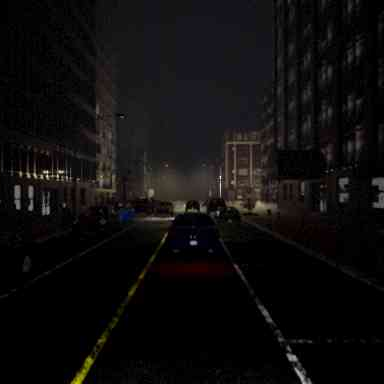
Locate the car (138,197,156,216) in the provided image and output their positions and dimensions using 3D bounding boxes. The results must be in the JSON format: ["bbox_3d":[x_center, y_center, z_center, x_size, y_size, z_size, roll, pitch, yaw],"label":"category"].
[{"bbox_3d":[-5.318,1.522,35.616,2.192,1.841,5.009,0,0,0],"label":"car"}]

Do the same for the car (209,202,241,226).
[{"bbox_3d":[2.563,1.692,24.498,2.008,1.369,4.403,0,0,0],"label":"car"}]

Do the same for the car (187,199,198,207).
[{"bbox_3d":[0.098,1.952,60.023,1.895,1.301,4.718,0,0,0],"label":"car"}]

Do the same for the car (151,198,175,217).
[{"bbox_3d":[-2.783,1.677,34.438,1.882,1.535,5.008,0,-1,0],"label":"car"}]

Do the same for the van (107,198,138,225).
[{"bbox_3d":[-5.318,1.483,24.498,1.690,1.788,3.998,0,0,0],"label":"van"}]

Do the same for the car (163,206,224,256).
[{"bbox_3d":[0.034,1.556,13.567,1.882,1.535,5.008,0,0,0],"label":"car"}]

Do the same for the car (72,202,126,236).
[{"bbox_3d":[-5.317,1.550,18.939,1.967,1.590,4.097,0,0,0],"label":"car"}]

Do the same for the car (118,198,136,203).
[{"bbox_3d":[-17.118,2.281,87.805,4.313,1.339,1.947,-1,1,-1],"label":"car"}]

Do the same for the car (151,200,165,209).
[{"bbox_3d":[-5.319,1.887,52.290,1.802,1.307,4.206,0,0,0],"label":"car"}]

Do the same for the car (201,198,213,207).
[{"bbox_3d":[2.562,1.864,58.019,1.752,1.417,4.829,0,0,0],"label":"car"}]

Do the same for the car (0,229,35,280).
[{"bbox_3d":[-5.317,1.596,7.821,2.008,1.369,4.403,0,0,0],"label":"car"}]

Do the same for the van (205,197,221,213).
[{"bbox_3d":[2.562,1.580,41.175,1.690,1.788,3.998,0,0,0],"label":"van"}]

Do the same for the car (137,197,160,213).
[{"bbox_3d":[-5.319,1.554,41.174,2.192,1.841,5.009,0,0,0],"label":"car"}]

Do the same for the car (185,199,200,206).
[{"bbox_3d":[0.098,1.757,43.640,1.837,1.490,4.892,0,-1,0],"label":"car"}]

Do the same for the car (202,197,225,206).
[{"bbox_3d":[2.562,1.522,35.616,2.192,1.841,5.009,0,0,0],"label":"car"}]
